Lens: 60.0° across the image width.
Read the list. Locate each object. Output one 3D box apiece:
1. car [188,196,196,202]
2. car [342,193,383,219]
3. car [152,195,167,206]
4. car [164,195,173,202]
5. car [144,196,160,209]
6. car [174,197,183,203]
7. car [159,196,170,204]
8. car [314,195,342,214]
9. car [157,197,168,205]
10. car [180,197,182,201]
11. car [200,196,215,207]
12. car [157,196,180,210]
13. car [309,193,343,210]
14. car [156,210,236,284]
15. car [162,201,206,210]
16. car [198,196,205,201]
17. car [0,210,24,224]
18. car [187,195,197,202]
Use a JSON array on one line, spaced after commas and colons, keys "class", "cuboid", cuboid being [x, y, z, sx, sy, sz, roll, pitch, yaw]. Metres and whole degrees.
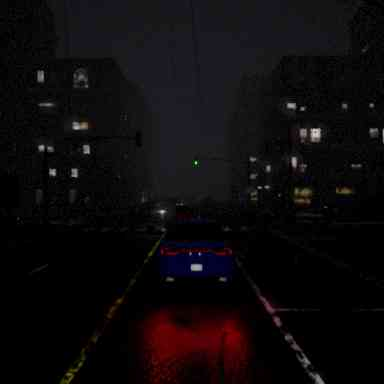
[{"class": "car", "cuboid": [-0.041, 1.702, 86.025, 1.882, 1.535, 5.008, 0, 0, 0]}, {"class": "car", "cuboid": [14.681, 1.082, 25.394, 5.009, 1.841, 2.192, -1, 1, -1]}, {"class": "car", "cuboid": [-5.720, 1.460, 58.811, 2.192, 1.841, 5.009, 0, 0, 0]}, {"class": "car", "cuboid": [-5.730, 1.651, 81.541, 1.967, 1.590, 4.097, 0, 0, 0]}, {"class": "car", "cuboid": [-5.714, 1.680, 47.445, 1.947, 1.339, 4.313, 0, 0, 0]}, {"class": "car", "cuboid": [-3.037, 1.776, 74.144, 1.895, 1.301, 4.718, 0, 0, 0]}, {"class": "car", "cuboid": [-5.725, 1.617, 70.176, 1.967, 1.590, 4.097, 0, 0, 0]}, {"class": "car", "cuboid": [14.530, 1.275, 31.201, 4.892, 1.490, 1.837, -1, 0, 1]}, {"class": "car", "cuboid": [-5.722, 1.685, 64.323, 1.752, 1.417, 4.829, 0, 0, 0]}, {"class": "car", "cuboid": [-3.105, 1.484, 54.297, 2.097, 1.767, 4.553, 0, 0, 0]}, {"class": "car", "cuboid": [2.663, 1.569, 53.134, 1.967, 1.590, 4.097, 0, 0, 0]}, {"class": "car", "cuboid": [-3.102, 1.654, 44.815, 2.033, 1.411, 5.357, 0, 0, -1]}, {"class": "car", "cuboid": [14.543, 1.085, 33.772, 5.009, 1.841, 2.192, -1, 1, -1]}, {"class": "car", "cuboid": [0.096, 1.498, 9.676, 1.882, 1.535, 5.008, 0, 0, 0]}, {"class": "car", "cuboid": [-0.650, 1.568, 21.621, 1.812, 1.442, 4.674, 0, 0, -10]}, {"class": "car", "cuboid": [2.645, 1.797, 92.910, 2.008, 1.369, 4.403, 0, 0, 0]}, {"class": "car", "cuboid": [-16.689, 1.947, 27.712, 4.718, 1.301, 1.895, -1, 0, 0]}, {"class": "car", "cuboid": [-0.036, 1.550, 76.160, 2.097, 1.767, 4.553, 0, 0, 0]}]
